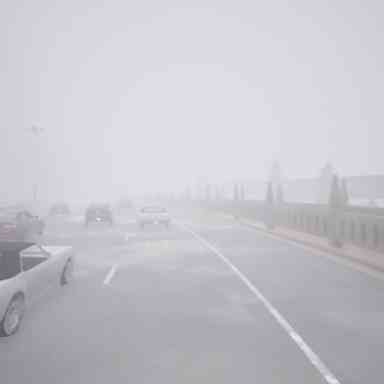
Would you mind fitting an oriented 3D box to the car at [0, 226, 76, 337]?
[{"bbox_3d":[-3.793,1.617,6.530,1.895,1.301,4.718,0,0,-4],"label":"car"}]

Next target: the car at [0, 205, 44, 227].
[{"bbox_3d":[-8.503,1.568,15.871,1.812,1.442,4.674,0,0,-10],"label":"car"}]

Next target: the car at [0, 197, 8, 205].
[{"bbox_3d":[-36.769,1.780,65.004,1.812,1.442,4.674,0,0,-21],"label":"car"}]

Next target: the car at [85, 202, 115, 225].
[{"bbox_3d":[-6.714,1.537,24.201,1.837,1.490,4.892,0,0,-14],"label":"car"}]

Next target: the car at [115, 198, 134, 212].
[{"bbox_3d":[-8.182,1.541,39.946,1.837,1.490,4.892,0,0,-20],"label":"car"}]

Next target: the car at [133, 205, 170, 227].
[{"bbox_3d":[-2.759,1.609,22.827,1.895,1.301,4.718,0,0,-13],"label":"car"}]

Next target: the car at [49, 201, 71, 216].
[{"bbox_3d":[-13.303,1.602,33.624,1.812,1.442,4.674,0,0,-20],"label":"car"}]

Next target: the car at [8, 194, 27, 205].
[{"bbox_3d":[-31.030,1.436,59.912,2.150,2.045,5.566,0,0,-21],"label":"car"}]
